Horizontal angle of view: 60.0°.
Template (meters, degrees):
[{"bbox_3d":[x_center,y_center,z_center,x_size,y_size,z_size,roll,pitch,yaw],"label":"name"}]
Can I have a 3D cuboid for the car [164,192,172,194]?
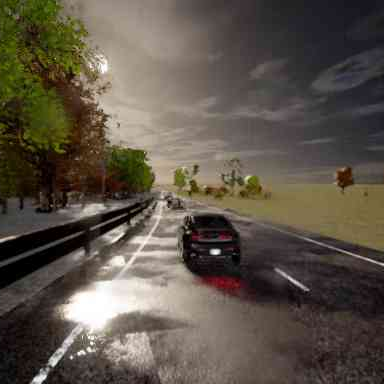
[{"bbox_3d":[-5.484,1.419,80.907,1.994,1.385,4.181,0,0,-5],"label":"car"}]

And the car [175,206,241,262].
[{"bbox_3d":[0.479,1.497,12.146,1.837,1.490,4.892,0,0,-5],"label":"car"}]

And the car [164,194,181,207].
[{"bbox_3d":[-2.628,1.425,47.980,2.128,1.511,4.902,0,0,-5],"label":"car"}]
